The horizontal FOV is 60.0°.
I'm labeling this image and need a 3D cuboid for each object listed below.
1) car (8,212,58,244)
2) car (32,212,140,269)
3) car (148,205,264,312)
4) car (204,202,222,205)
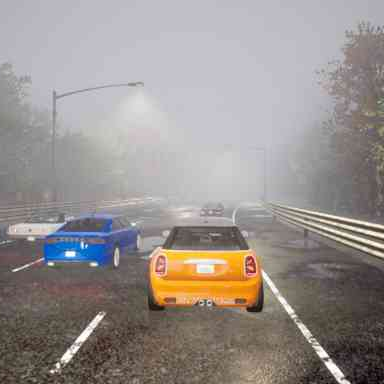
[{"bbox_3d":[-6.306,1.581,15.550,1.895,1.301,4.718,0,0,4],"label":"car"},{"bbox_3d":[-3.044,1.468,11.150,1.882,1.535,5.008,0,0,3],"label":"car"},{"bbox_3d":[0.321,1.348,7.877,2.097,1.767,4.553,0,0,2],"label":"car"},{"bbox_3d":[1.681,1.536,26.488,2.033,1.411,5.357,0,0,8],"label":"car"}]
